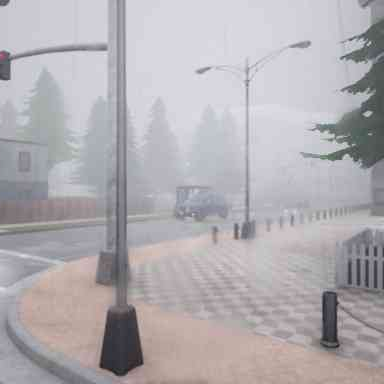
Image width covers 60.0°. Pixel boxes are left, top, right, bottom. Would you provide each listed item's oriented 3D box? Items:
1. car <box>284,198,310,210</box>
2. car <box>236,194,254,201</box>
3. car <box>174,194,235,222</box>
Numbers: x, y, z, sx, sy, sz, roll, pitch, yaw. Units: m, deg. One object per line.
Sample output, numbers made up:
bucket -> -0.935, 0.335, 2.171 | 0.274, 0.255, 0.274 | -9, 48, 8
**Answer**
car -> 13.967, 1.544, 44.016 | 2.033, 1.411, 5.357 | 0, 0, 37
car -> 12.808, 1.174, 78.073 | 1.932, 1.855, 4.605 | 0, 0, 36
car -> 0.895, 1.218, 26.965 | 2.150, 2.045, 5.566 | 0, 0, 37
